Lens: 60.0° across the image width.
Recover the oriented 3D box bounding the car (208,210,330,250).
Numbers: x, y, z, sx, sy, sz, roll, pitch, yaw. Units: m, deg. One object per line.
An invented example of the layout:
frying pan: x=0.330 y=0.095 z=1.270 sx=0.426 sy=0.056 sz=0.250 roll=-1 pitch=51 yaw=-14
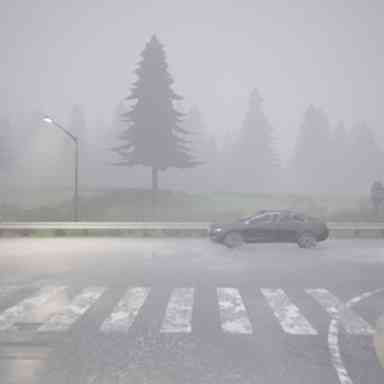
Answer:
car: x=3.130 y=1.500 z=13.859 sx=4.902 sy=1.511 sz=2.128 roll=0 pitch=0 yaw=1
